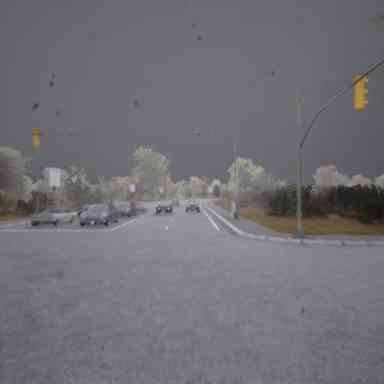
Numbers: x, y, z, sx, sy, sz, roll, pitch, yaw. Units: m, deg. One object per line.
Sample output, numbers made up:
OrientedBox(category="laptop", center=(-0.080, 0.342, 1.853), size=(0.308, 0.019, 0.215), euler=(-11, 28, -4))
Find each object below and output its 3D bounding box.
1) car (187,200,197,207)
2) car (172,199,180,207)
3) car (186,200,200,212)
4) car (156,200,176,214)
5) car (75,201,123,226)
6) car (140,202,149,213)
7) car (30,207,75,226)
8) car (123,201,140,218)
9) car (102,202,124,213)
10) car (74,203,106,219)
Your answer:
OrientedBox(category="car", center=(0.022, 2.281, 67.904), size=(1.994, 1.385, 4.181), euler=(0, -1, 1))
OrientedBox(category="car", center=(-3.478, 2.240, 67.790), size=(2.128, 1.511, 4.902), euler=(0, -1, 1))
OrientedBox(category="car", center=(0.082, 2.030, 47.226), size=(1.812, 1.442, 4.674), euler=(0, -1, 0))
OrientedBox(category="car", center=(-3.415, 2.053, 42.377), size=(1.895, 1.301, 4.718), euler=(0, -1, 0))
OrientedBox(category="car", center=(-7.084, 1.628, 25.793), size=(2.097, 1.767, 4.553), euler=(0, -1, 0))
OrientedBox(category="car", center=(-7.016, 2.080, 44.921), size=(1.895, 1.301, 4.718), euler=(0, -1, 0))
OrientedBox(category="car", center=(-10.617, 1.877, 25.851), size=(1.895, 1.301, 4.718), euler=(0, -1, 1))
OrientedBox(category="car", center=(-7.067, 1.722, 34.677), size=(2.097, 1.767, 4.553), euler=(0, -1, 0))
OrientedBox(category="car", center=(-10.516, 2.041, 44.728), size=(1.994, 1.385, 4.181), euler=(0, -1, 0))
OrientedBox(category="car", center=(-10.558, 1.934, 34.657), size=(1.994, 1.385, 4.181), euler=(0, -1, 1))
